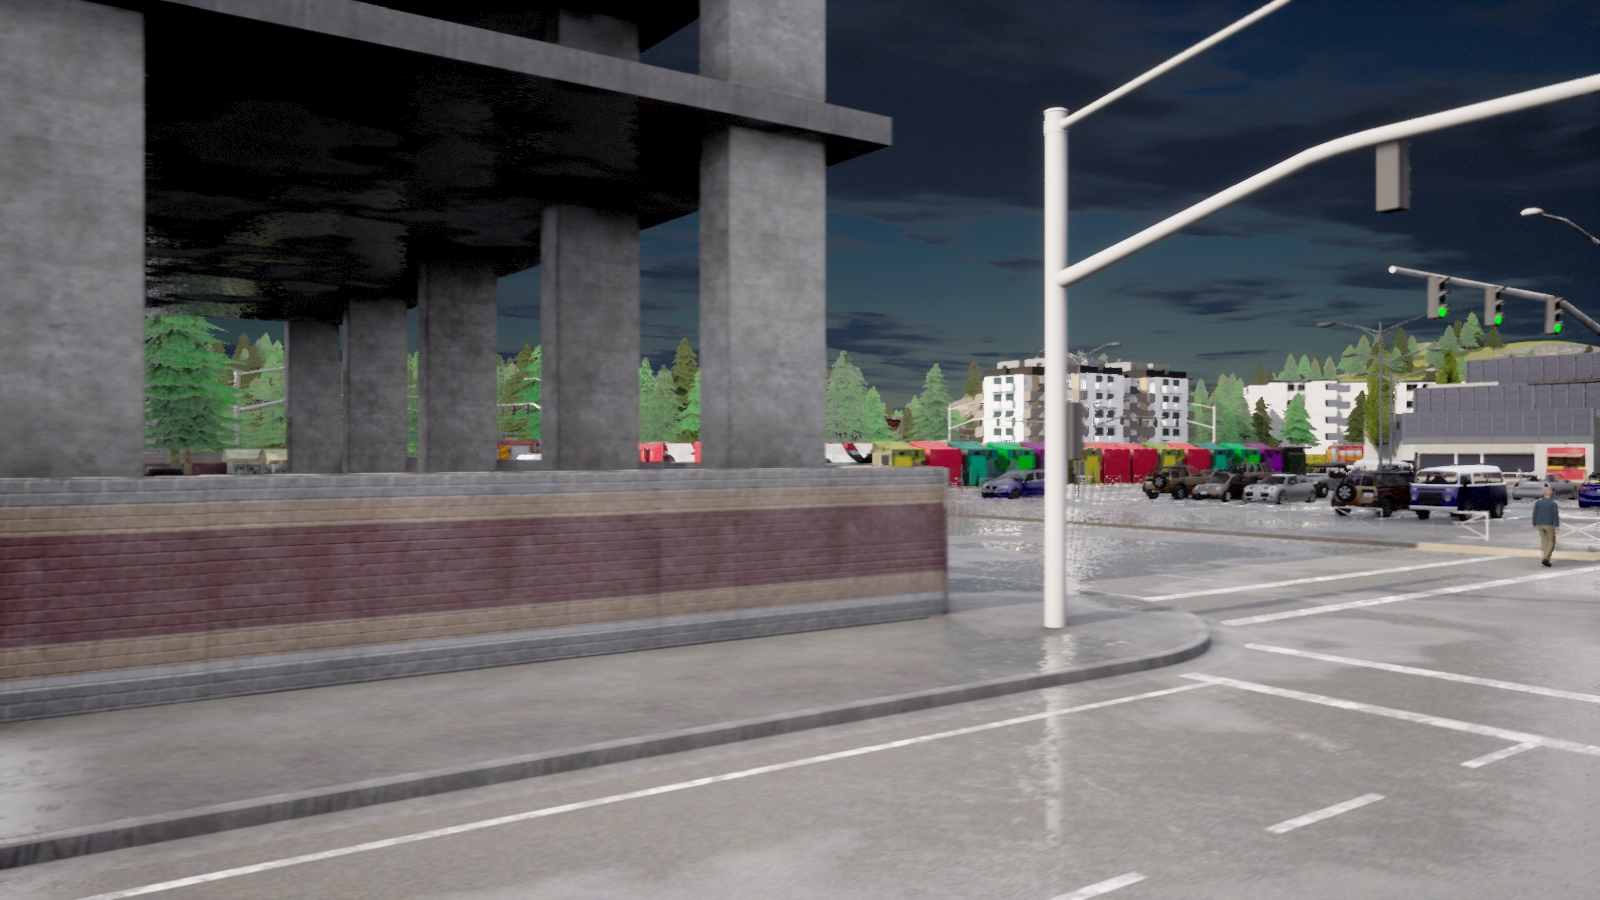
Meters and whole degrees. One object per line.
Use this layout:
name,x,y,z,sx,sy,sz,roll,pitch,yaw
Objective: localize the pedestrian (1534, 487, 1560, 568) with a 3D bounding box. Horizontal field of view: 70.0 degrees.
pedestrian,17.357,1.789,26.559,0.375,1.860,0.375,0,0,-28
